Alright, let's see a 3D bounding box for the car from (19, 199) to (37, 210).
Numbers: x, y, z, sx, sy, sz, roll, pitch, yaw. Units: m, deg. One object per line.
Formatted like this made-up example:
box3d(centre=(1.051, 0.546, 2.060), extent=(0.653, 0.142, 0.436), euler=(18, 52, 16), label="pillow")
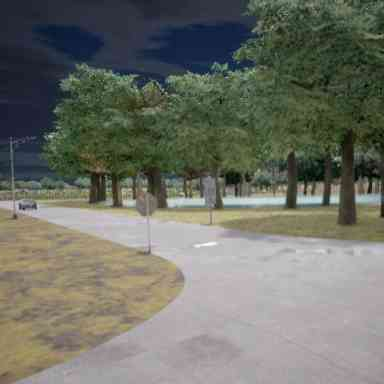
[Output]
box3d(centre=(-23.140, 1.726, 46.813), extent=(1.837, 1.490, 4.892), euler=(-3, 2, -35), label="car")
